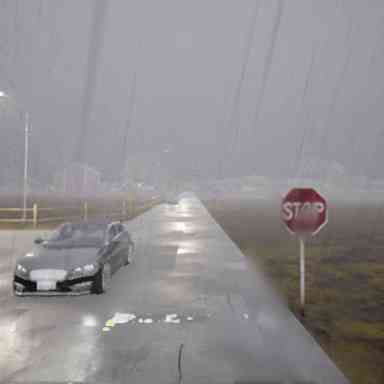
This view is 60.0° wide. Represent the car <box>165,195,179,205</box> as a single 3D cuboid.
[{"bbox_3d":[-2.980,1.255,50.322,1.837,1.490,4.892,0,2,0],"label":"car"}]

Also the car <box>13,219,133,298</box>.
[{"bbox_3d":[-2.777,1.507,8.785,2.128,1.511,4.902,0,0,0],"label":"car"}]
